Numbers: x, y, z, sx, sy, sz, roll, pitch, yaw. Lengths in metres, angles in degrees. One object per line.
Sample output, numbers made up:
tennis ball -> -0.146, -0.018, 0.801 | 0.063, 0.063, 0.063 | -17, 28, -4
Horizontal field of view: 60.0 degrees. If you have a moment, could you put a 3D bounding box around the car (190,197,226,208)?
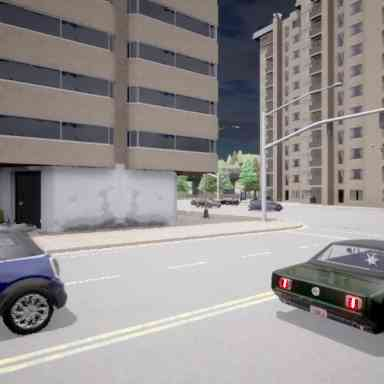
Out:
car -> 2.180, 1.525, 47.193 | 1.812, 1.442, 4.674 | 0, 0, -36

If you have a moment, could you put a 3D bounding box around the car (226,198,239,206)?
car -> 5.536, 1.600, 54.794 | 1.895, 1.301, 4.718 | 0, 0, -36

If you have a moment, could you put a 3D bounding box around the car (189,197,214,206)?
car -> 1.533, 1.564, 54.350 | 1.994, 1.385, 4.181 | 0, 0, -36

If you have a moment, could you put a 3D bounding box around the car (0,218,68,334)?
car -> -4.442, 1.352, 5.127 | 4.553, 1.767, 2.097 | 0, 0, -35

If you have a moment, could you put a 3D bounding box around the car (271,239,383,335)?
car -> 3.814, 1.601, 6.494 | 4.718, 1.301, 1.895 | 0, 0, -35

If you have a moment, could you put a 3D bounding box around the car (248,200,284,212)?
car -> 8.479, 1.564, 38.474 | 1.994, 1.385, 4.181 | 0, 0, -36
